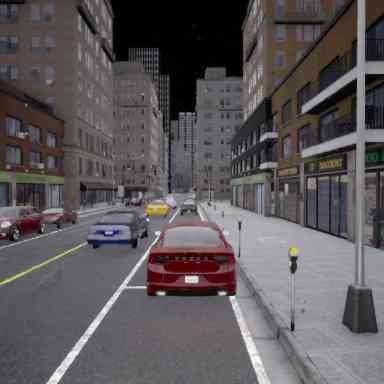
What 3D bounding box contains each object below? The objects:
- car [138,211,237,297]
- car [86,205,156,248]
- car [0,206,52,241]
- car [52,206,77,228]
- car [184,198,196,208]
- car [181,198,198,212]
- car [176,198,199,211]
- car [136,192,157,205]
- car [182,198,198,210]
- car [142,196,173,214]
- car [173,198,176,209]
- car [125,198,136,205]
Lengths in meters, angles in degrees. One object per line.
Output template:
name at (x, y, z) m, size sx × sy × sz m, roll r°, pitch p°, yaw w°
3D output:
car at (-0.006, 1.475, 8.652) m, size 1.882 × 1.535 × 5.008 m, roll 0°, pitch 0°, yaw 0°
car at (-3.046, 1.543, 14.709) m, size 2.033 × 1.411 × 5.357 m, roll 0°, pitch 0°, yaw 0°
car at (-8.823, 1.435, 16.181) m, size 1.967 × 1.590 × 4.097 m, roll -1°, pitch 0°, yaw 0°
car at (-8.822, 1.575, 21.767) m, size 1.802 × 1.307 × 4.206 m, roll -1°, pitch 0°, yaw 0°
car at (-0.276, 1.554, 49.696) m, size 1.802 × 1.307 × 4.206 m, roll -1°, pitch 0°, yaw 0°
car at (-0.279, 1.507, 38.694) m, size 1.752 × 1.417 × 4.829 m, roll -1°, pitch 0°, yaw 0°
car at (-0.280, 1.537, 32.939) m, size 2.008 × 1.369 × 4.403 m, roll -1°, pitch 0°, yaw 0°
car at (-6.145, 1.005, 47.535) m, size 2.150 × 2.045 × 5.566 m, roll 0°, pitch 0°, yaw 0°
car at (-0.277, 1.543, 44.111) m, size 1.947 × 1.339 × 4.313 m, roll -1°, pitch 0°, yaw 0°
car at (-3.145, 1.444, 31.268) m, size 1.801 × 1.575 × 5.366 m, roll 0°, pitch 0°, yaw 0°
car at (-3.047, 1.501, 45.689) m, size 1.812 × 1.442 × 4.674 m, roll 0°, pitch 0°, yaw 0°
car at (-8.821, 1.516, 49.695) m, size 1.887 × 1.381 × 4.507 m, roll -1°, pitch 0°, yaw 0°
